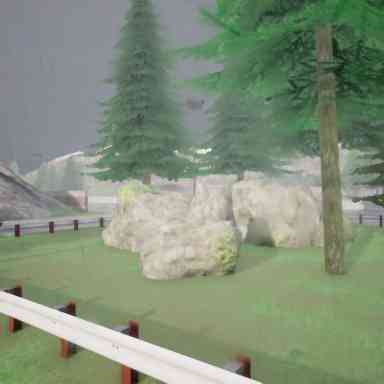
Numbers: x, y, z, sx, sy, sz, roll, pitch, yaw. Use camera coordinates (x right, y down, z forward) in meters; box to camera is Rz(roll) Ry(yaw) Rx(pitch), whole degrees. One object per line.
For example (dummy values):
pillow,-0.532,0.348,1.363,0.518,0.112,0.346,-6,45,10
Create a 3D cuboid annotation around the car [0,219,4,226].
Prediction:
car,-11.485,1.356,15.083,5.357,1.411,2.033,0,0,3
